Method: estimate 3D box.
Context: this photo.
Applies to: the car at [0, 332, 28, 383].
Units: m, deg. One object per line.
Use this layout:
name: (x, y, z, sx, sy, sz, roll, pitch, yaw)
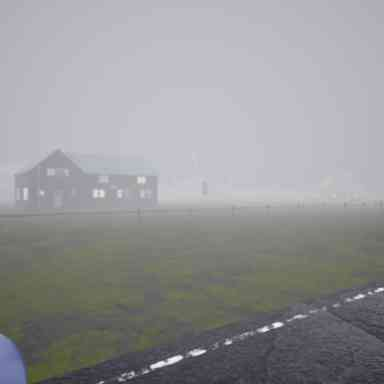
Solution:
car: (-3.112, 1.469, 0.846, 5.008, 1.535, 1.882, 0, 0, -35)
